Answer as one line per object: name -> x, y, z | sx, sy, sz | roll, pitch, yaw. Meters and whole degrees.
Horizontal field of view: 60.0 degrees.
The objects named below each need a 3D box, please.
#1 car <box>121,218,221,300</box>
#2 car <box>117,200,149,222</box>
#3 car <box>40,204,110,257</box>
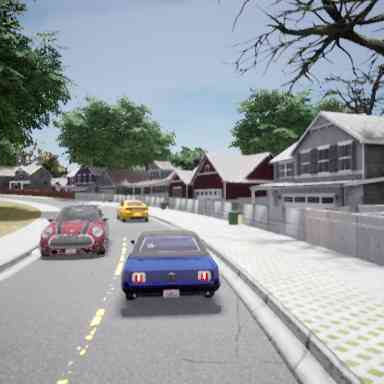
car -> -0.607, 1.588, 8.367 | 1.895, 1.301, 4.718 | 0, 0, -6
car -> -4.615, 1.372, 25.552 | 1.882, 1.535, 5.008 | 0, 0, -19
car -> -4.335, 1.317, 12.910 | 2.097, 1.767, 4.553 | 0, 0, -11
